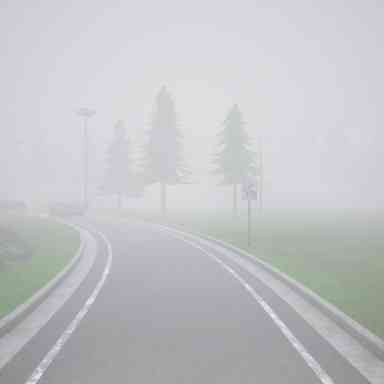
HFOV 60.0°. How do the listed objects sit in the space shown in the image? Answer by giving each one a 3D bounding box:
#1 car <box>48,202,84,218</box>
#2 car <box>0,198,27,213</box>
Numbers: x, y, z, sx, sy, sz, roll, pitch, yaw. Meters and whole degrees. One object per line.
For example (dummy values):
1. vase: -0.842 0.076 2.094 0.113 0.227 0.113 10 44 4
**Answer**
1. car: -11.554 1.569 30.394 1.994 1.385 4.181 0 0 -44
2. car: -20.654 1.484 37.324 5.008 1.535 1.882 0 0 30
